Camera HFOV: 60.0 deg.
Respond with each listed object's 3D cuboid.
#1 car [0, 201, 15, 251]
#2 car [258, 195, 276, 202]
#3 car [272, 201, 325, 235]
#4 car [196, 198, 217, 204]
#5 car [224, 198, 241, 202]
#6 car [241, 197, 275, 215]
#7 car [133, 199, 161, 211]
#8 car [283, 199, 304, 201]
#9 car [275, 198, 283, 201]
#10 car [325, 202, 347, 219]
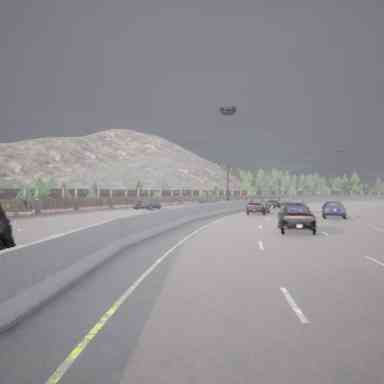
[{"bbox_3d":[-6.631,1.221,7.848,2.150,2.045,5.566,0,0,5],"label":"car"},{"bbox_3d":[16.870,1.440,74.914,1.994,1.385,4.181,0,0,45],"label":"car"},{"bbox_3d":[5.917,1.490,19.065,2.128,1.511,4.902,0,0,12],"label":"car"},{"bbox_3d":[2.226,1.562,49.119,1.994,1.385,4.181,0,0,29],"label":"car"},{"bbox_3d":[6.210,1.546,49.254,2.033,1.411,5.357,0,0,30],"label":"car"},{"bbox_3d":[6.709,1.490,33.519,2.128,1.511,4.902,0,0,21],"label":"car"},{"bbox_3d":[-5.493,1.563,41.103,1.994,1.385,4.181,0,0,23],"label":"car"},{"bbox_3d":[11.119,1.476,35.075,1.882,1.535,5.008,0,0,23],"label":"car"},{"bbox_3d":[11.009,1.503,43.043,1.837,1.490,4.892,0,0,28],"label":"car"},{"bbox_3d":[12.529,1.546,29.401,2.033,1.411,5.357,0,0,20],"label":"car"}]
